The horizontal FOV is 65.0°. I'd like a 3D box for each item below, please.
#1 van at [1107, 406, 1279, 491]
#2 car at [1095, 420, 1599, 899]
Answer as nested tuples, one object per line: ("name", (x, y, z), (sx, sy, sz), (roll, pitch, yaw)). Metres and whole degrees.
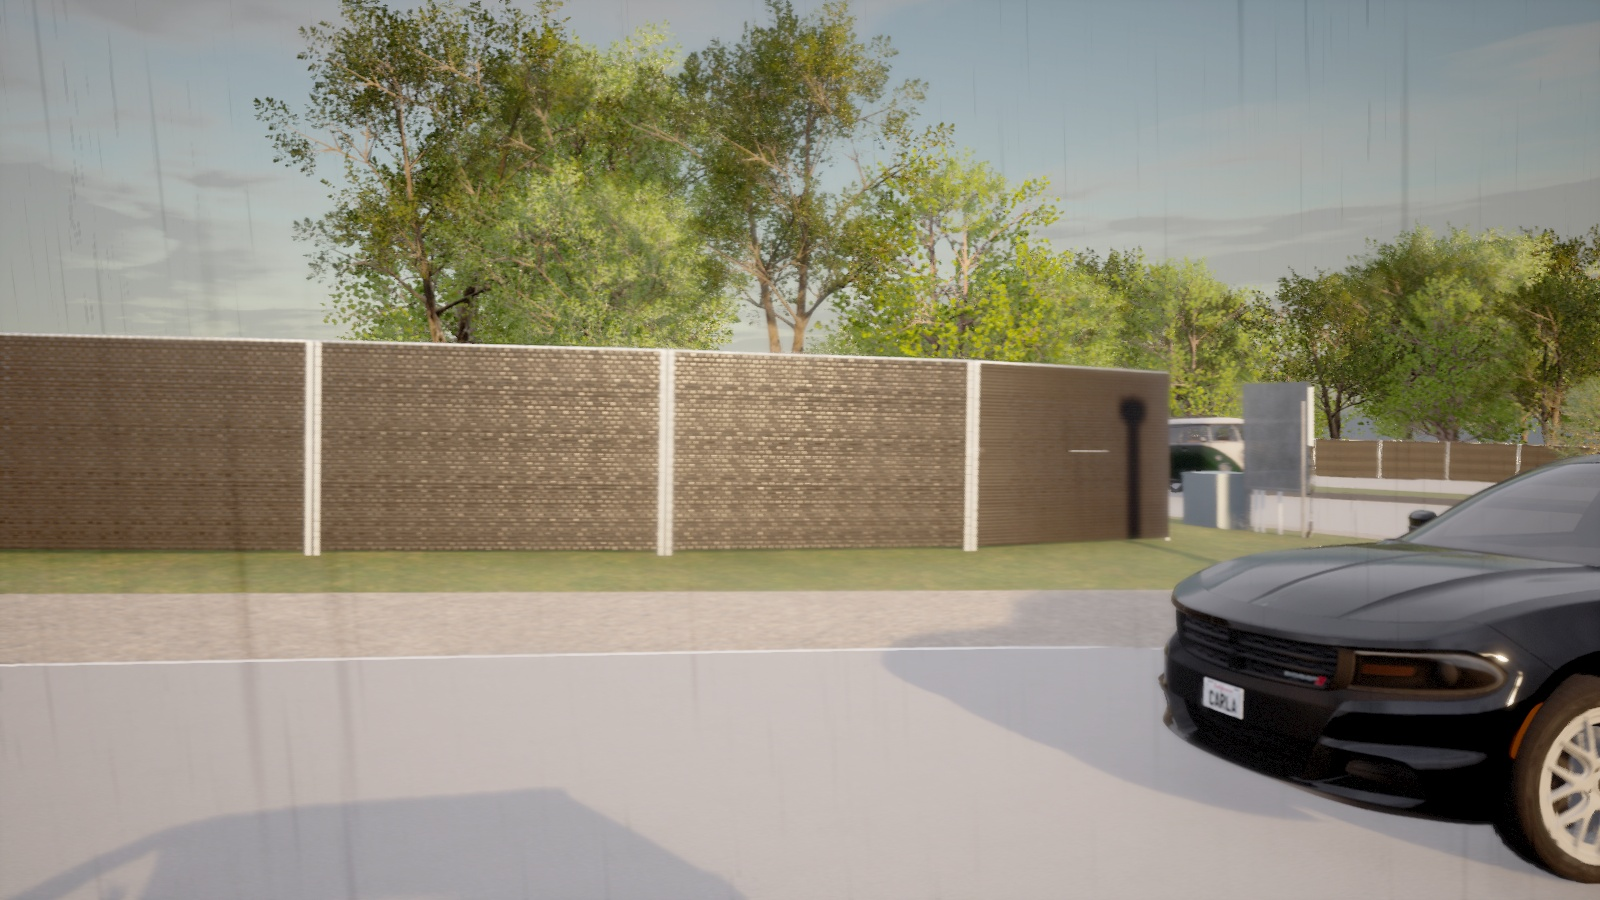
("van", (9.975, -0.035, 32.234), (1.775, 1.987, 4.442), (-2, 0, -21))
("car", (4.032, 0.633, 5.624), (5.008, 1.535, 1.882), (-1, 1, -17))
